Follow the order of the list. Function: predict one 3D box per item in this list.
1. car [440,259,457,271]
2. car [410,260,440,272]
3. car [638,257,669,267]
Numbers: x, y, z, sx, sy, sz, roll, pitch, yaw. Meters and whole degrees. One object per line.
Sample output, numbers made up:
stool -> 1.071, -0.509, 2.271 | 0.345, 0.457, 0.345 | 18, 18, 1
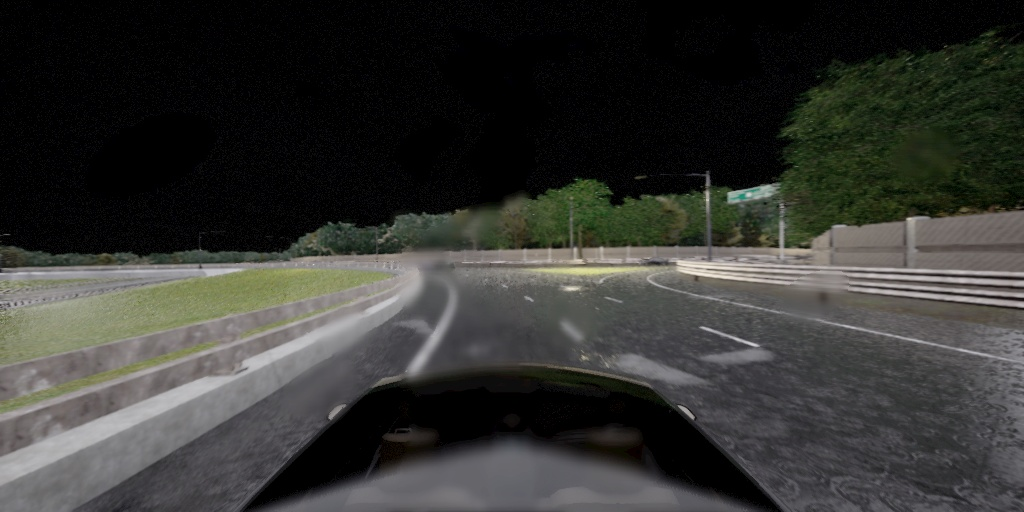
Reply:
car -> -10.139, 1.319, 54.445 | 2.097, 1.767, 4.553 | -1, 0, -32
car -> -12.631, 1.558, 51.767 | 2.033, 1.411, 5.357 | -1, 0, -29
car -> 22.206, 0.943, 56.225 | 4.674, 1.442, 1.812 | -1, 0, -5
